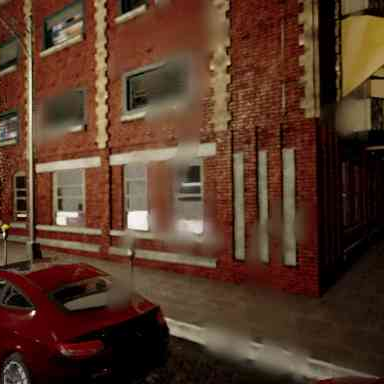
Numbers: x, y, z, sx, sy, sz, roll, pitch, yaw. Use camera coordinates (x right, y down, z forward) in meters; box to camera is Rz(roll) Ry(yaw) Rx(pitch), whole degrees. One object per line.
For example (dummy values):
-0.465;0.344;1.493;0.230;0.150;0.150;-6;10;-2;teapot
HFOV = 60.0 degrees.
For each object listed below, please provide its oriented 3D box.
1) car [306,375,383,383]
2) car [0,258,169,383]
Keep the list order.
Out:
2.296;1.577;1.209;4.206;1.307;1.802;0;-1;36;car
-2.210;1.598;4.632;4.206;1.307;1.802;0;-1;36;car
